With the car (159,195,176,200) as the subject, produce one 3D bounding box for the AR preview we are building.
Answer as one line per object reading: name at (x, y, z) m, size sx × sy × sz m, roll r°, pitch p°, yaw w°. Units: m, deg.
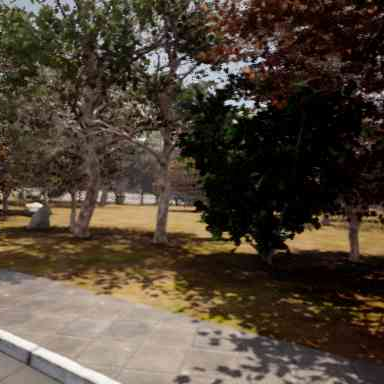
car at (-6.928, 1.104, 95.372) m, size 2.435 × 2.045 × 5.566 m, roll 6°, pitch 1°, yaw 40°
